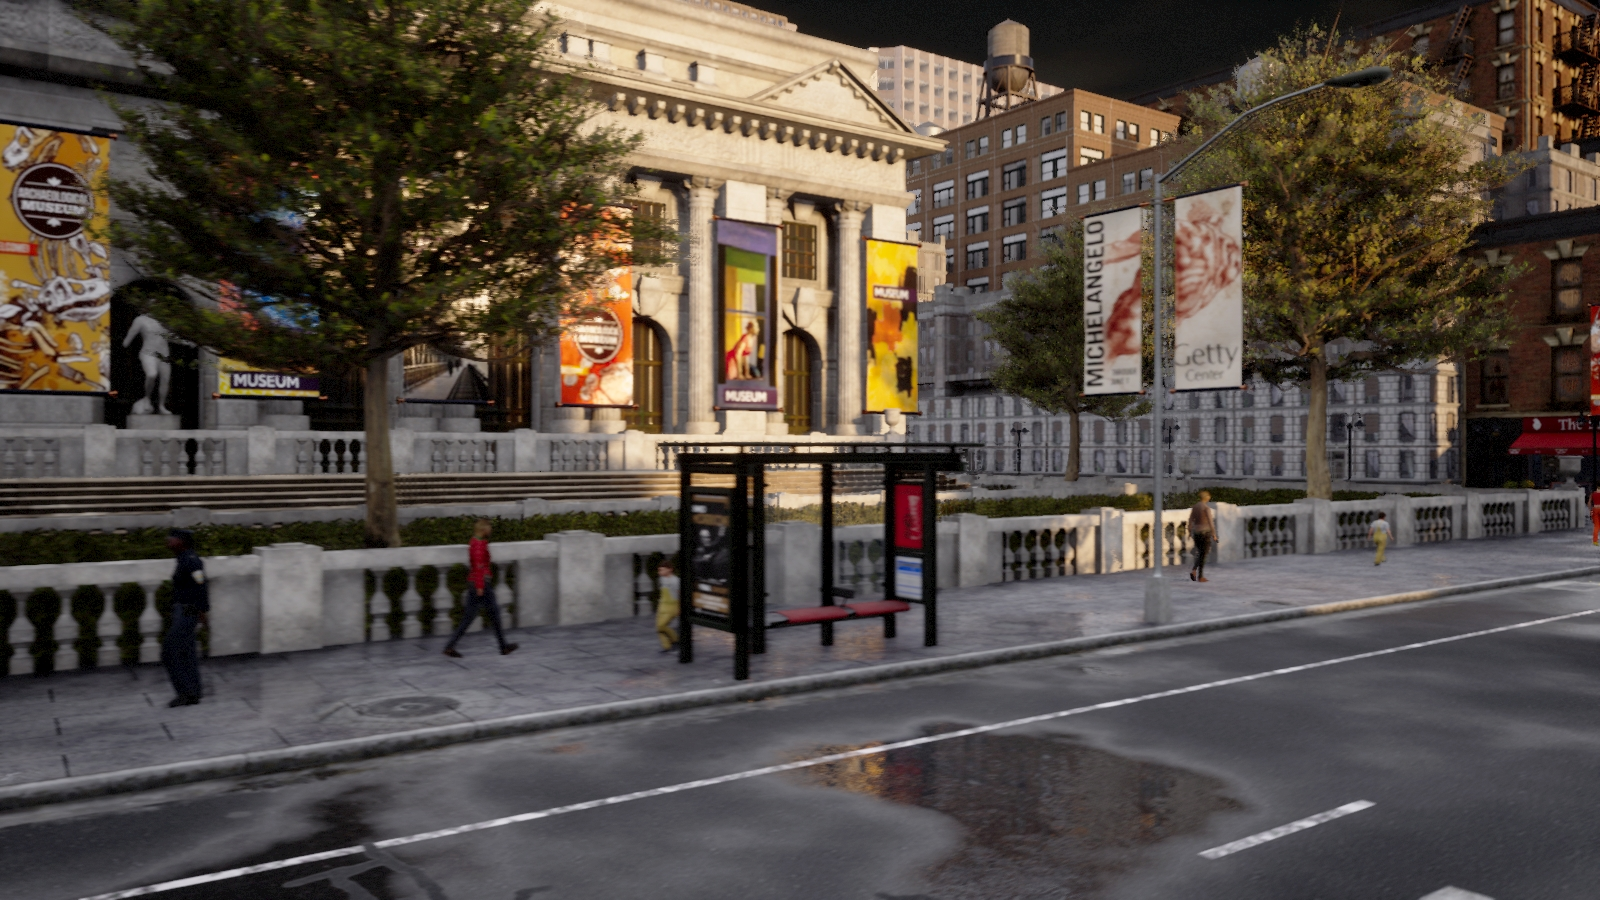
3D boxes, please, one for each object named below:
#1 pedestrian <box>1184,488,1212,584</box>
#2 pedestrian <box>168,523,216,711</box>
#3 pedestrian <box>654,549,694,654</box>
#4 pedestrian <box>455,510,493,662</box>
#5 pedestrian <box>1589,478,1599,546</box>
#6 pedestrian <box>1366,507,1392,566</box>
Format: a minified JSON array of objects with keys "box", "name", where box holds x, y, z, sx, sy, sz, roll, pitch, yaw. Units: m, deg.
[{"box":[7.903,1.697,22.674,0.375,1.860,0.375,0,0,-31],"name":"pedestrian"},{"box":[-6.265,1.696,11.776,0.375,1.860,0.375,0,0,-38],"name":"pedestrian"},{"box":[-1.652,1.976,14.994,0.375,1.300,0.375,0,0,-40],"name":"pedestrian"},{"box":[-4.124,1.696,14.441,0.375,1.860,0.375,0,0,-32],"name":"pedestrian"},{"box":[21.987,1.697,31.423,0.375,1.860,0.375,0,0,-33],"name":"pedestrian"},{"box":[13.249,1.976,26.146,0.375,1.300,0.375,0,0,-30],"name":"pedestrian"}]
